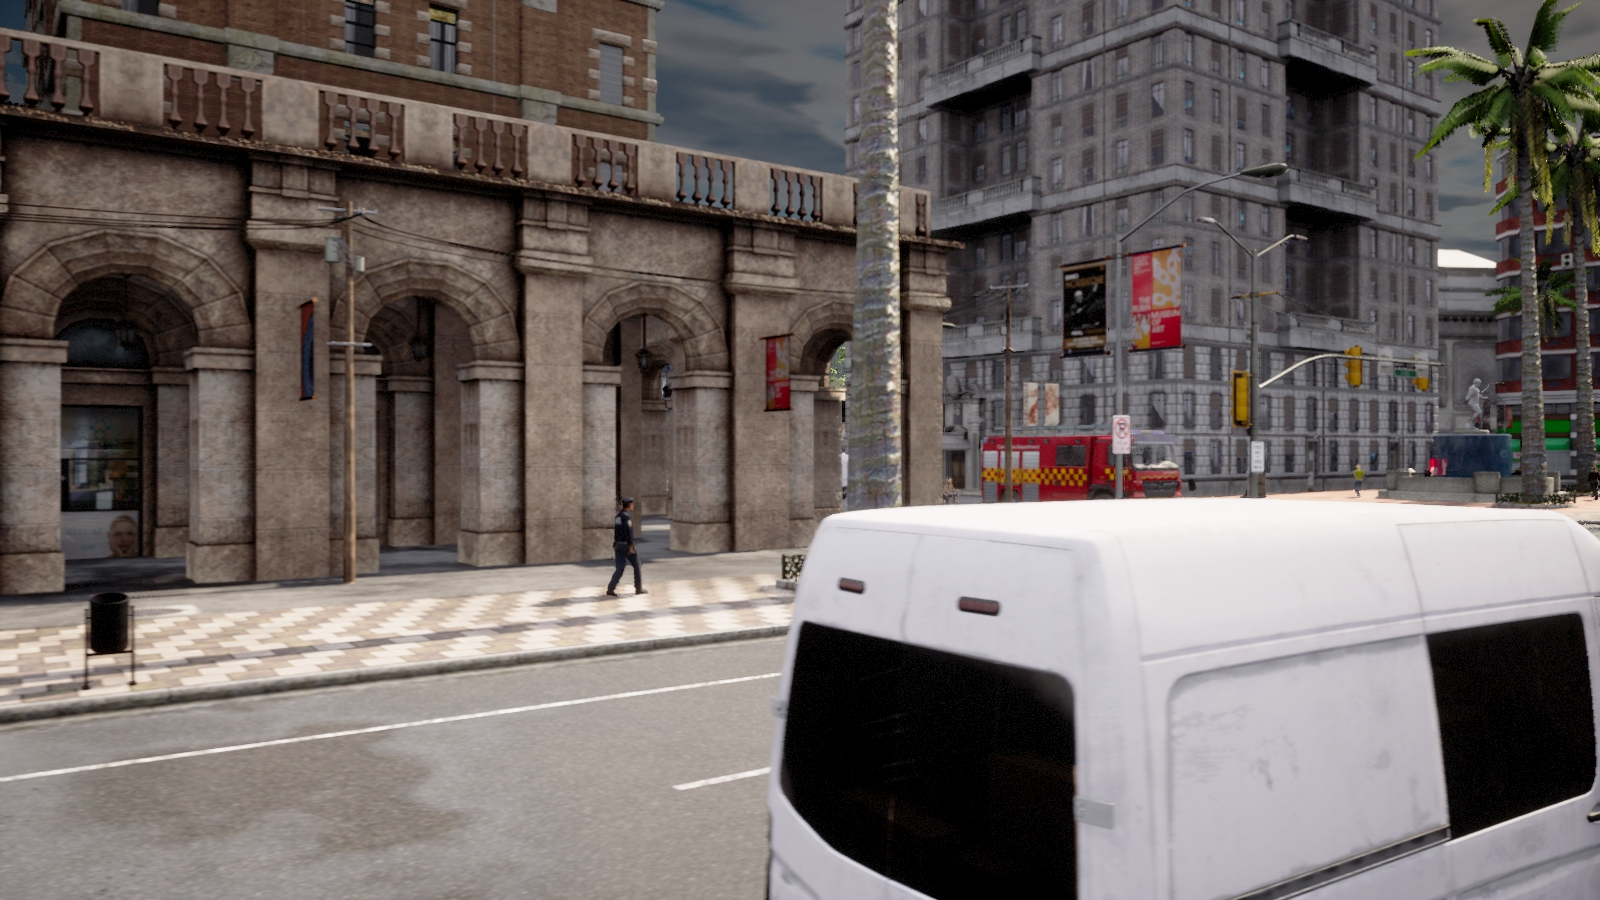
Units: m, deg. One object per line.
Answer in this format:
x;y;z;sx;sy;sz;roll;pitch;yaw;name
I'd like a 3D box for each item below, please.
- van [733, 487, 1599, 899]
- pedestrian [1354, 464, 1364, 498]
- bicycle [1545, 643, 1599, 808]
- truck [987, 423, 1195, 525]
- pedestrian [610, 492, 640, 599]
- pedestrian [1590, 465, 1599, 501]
2.715;1.532;5.681;5.915;2.561;1.988;0;0;-35;van
30.940;1.693;63.276;0.375;1.860;0.375;0;0;5;pedestrian
6.895;2.209;9.515;1.835;1.171;0.329;0;0;-29;bicycle
11.737;0.888;47.024;2.891;3.827;8.468;0;0;-35;truck
-3.130;1.696;20.412;0.375;1.860;0.375;0;0;44;pedestrian
41.336;1.694;59.360;0.375;1.860;0.375;0;0;14;pedestrian
